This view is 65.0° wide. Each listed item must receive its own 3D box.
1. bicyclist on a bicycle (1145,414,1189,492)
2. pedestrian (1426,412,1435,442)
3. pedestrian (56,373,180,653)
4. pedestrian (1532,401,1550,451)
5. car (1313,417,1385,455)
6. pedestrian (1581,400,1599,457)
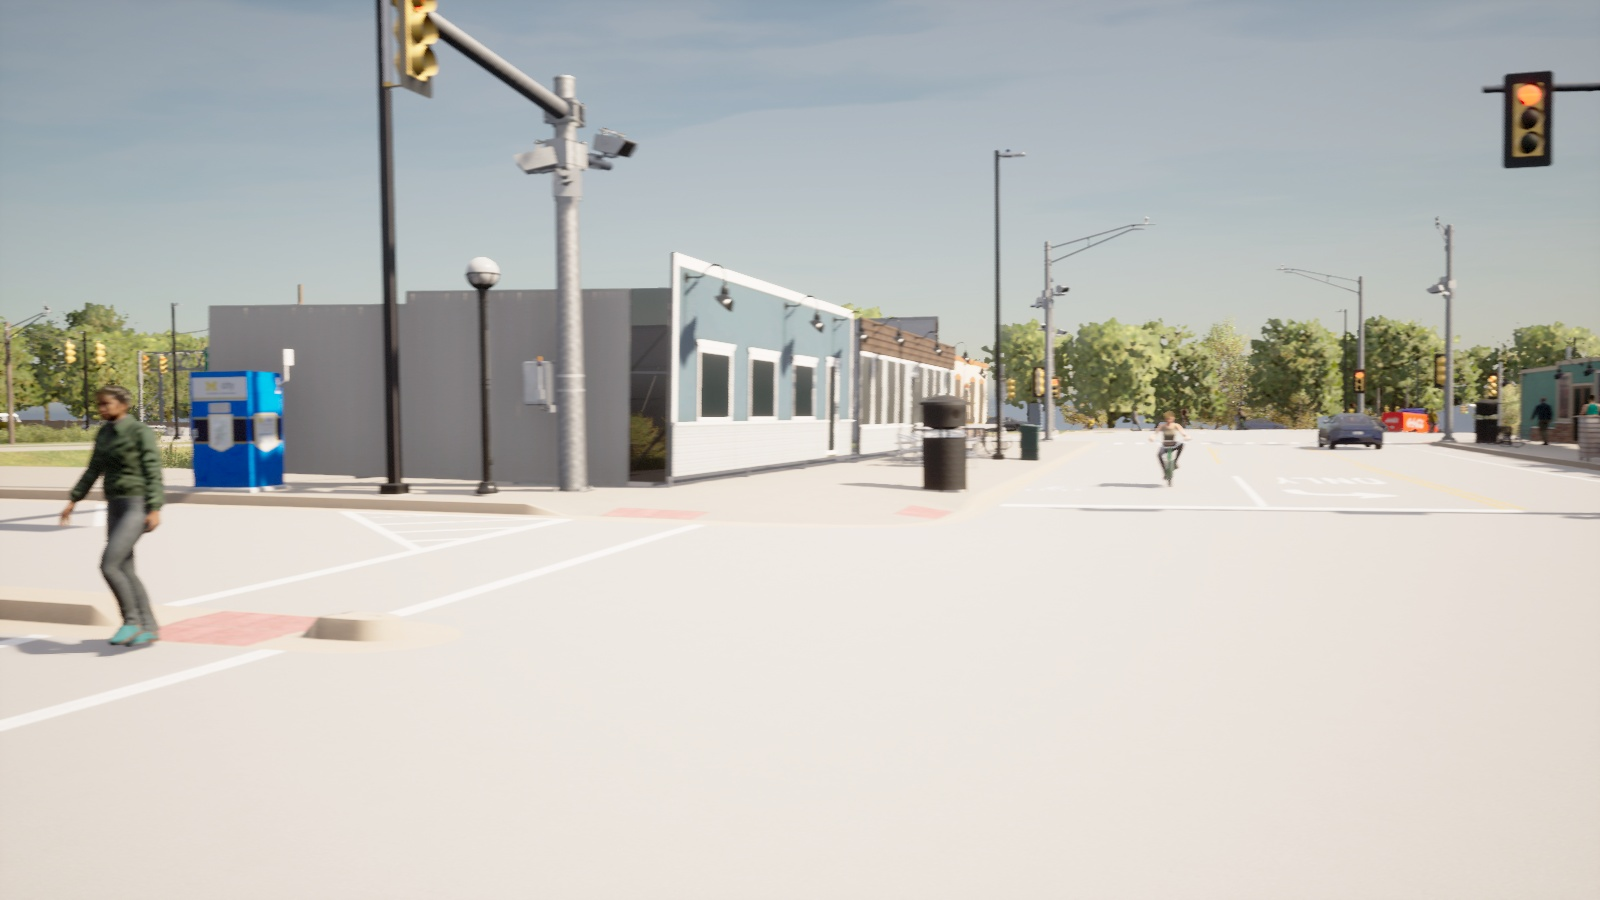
[{"bbox_3d":[7.781,0.040,26.648,0.866,1.612,1.509,0,2,16],"label":"bicyclist on a bicycle"},{"bbox_3d":[38.277,-1.389,76.261,0.370,1.835,0.726,1,3,32],"label":"pedestrian"},{"bbox_3d":[-4.657,0.405,8.595,0.353,1.847,0.614,1,2,24],"label":"pedestrian"},{"bbox_3d":[27.593,-0.899,46.743,0.402,1.842,0.726,0,2,18],"label":"pedestrian"},{"bbox_3d":[21.538,-0.584,49.401,1.994,1.385,4.181,0,2,15],"label":"car"},{"bbox_3d":[25.741,-0.710,40.918,0.345,1.836,0.594,0,2,16],"label":"pedestrian"}]
